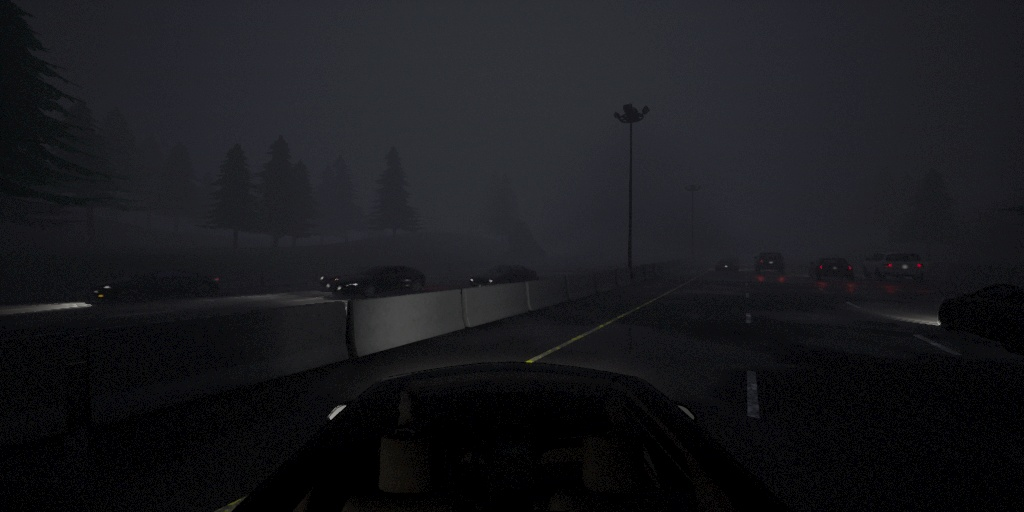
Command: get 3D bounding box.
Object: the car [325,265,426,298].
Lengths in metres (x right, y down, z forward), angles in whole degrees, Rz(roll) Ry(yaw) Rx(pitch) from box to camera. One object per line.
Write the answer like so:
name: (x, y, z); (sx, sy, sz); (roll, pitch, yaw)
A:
car: (-6.679, 1.229, 18.637); (1.837, 1.490, 4.892); (0, 0, 33)

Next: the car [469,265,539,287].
car: (-0.320, 1.240, 21.995); (2.033, 1.411, 5.357); (0, 0, 33)

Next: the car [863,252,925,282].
car: (27.651, 0.725, 26.126); (2.150, 2.045, 5.566); (0, 1, 33)

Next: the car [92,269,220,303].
car: (-16.307, 1.300, 16.672); (1.994, 1.385, 4.181); (0, 0, 33)

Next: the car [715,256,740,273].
car: (22.167, 0.956, 36.956); (1.994, 1.385, 4.181); (0, 1, 33)

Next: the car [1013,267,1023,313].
car: (17.252, 1.187, 10.132); (1.882, 1.535, 5.008); (0, 0, 33)

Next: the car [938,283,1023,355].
car: (11.659, 1.298, 7.953); (1.994, 1.385, 4.181); (0, 0, 33)

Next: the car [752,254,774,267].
car: (32.864, 0.583, 46.971); (2.128, 1.511, 4.902); (0, 1, 32)

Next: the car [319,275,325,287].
car: (-8.924, 1.317, 21.605); (1.895, 1.301, 4.718); (0, 0, 33)

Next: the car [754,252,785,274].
car: (24.731, 0.628, 34.474); (2.150, 2.045, 5.566); (0, 1, 33)

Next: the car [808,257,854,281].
car: (24.434, 0.857, 27.599); (2.097, 1.767, 4.553); (0, 1, 33)
